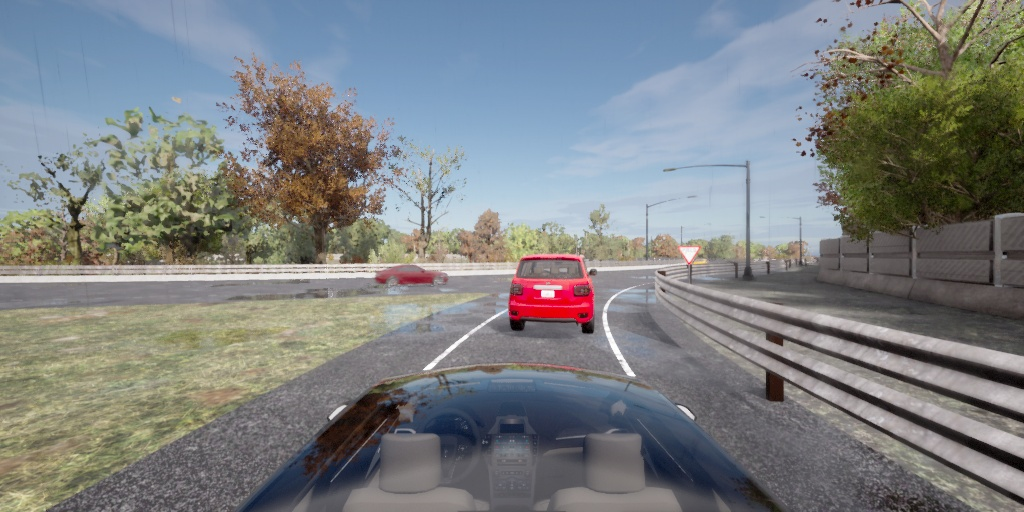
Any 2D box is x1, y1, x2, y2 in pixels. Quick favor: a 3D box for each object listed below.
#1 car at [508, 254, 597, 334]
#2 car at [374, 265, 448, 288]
[{"bbox_3d":[1.368,0.971,10.924,2.150,2.045,5.566,0,0,12],"label":"car"},{"bbox_3d":[-6.549,1.274,23.445,4.674,1.442,1.812,0,0,-22],"label":"car"}]
